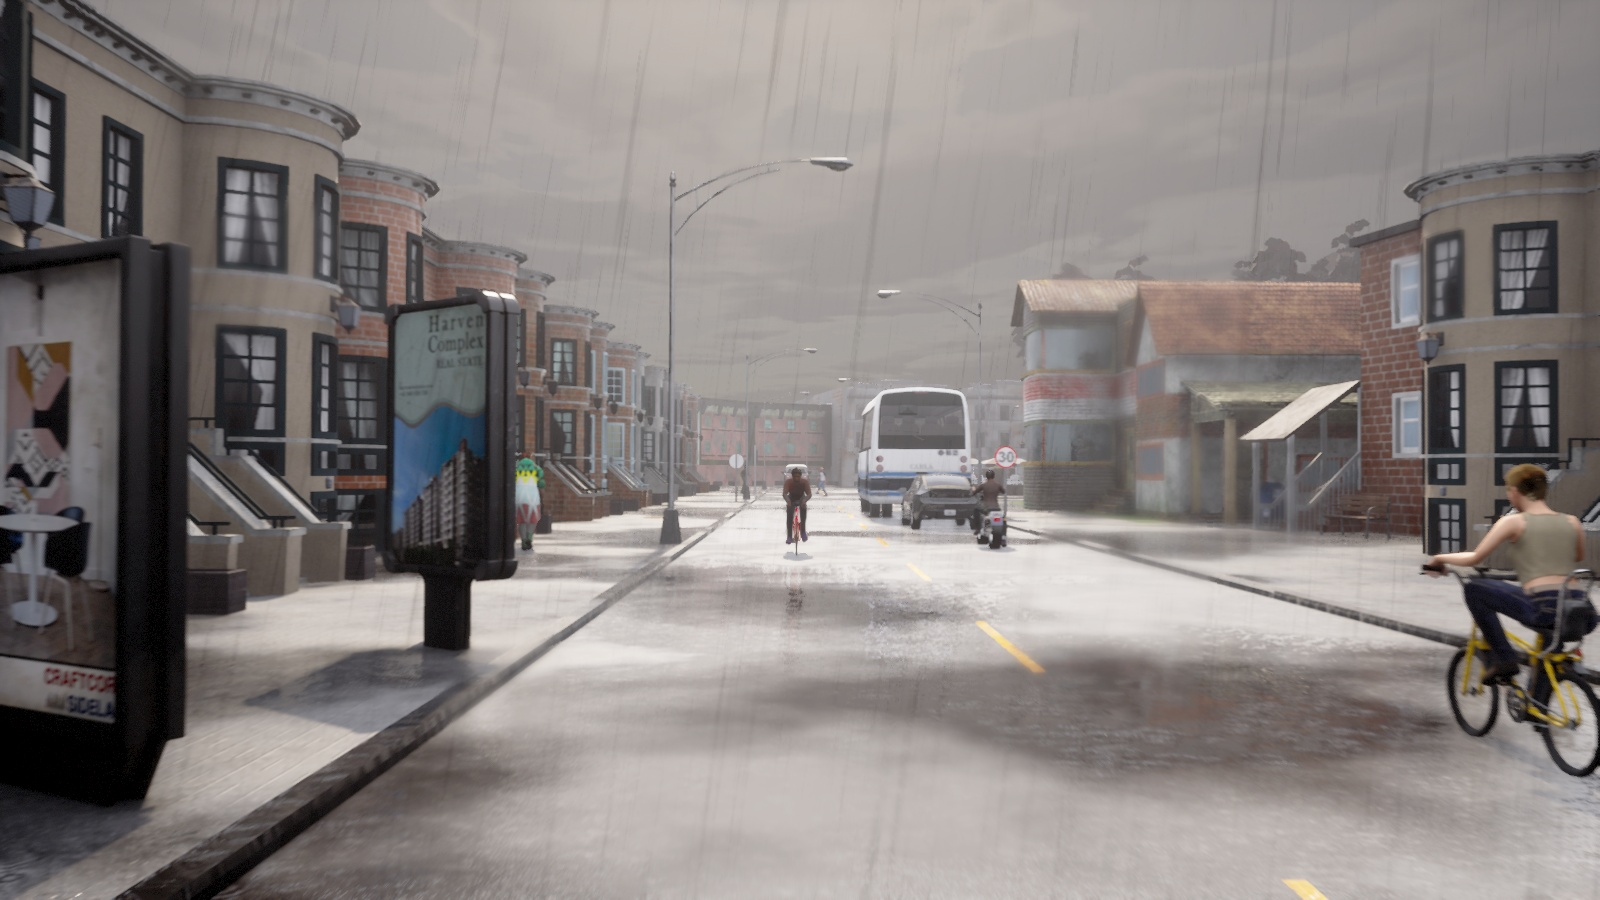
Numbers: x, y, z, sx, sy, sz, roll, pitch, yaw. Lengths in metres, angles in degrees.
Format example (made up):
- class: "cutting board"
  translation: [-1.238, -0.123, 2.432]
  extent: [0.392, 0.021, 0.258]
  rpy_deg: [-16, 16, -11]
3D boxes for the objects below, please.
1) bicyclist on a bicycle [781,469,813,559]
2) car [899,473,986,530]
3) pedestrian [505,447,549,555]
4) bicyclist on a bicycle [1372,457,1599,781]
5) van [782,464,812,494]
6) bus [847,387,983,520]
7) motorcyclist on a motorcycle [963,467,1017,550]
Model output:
- class: "bicyclist on a bicycle"
  translation: [-0.055, 1.159, 23.400]
  extent: [0.582, 1.620, 1.656]
  rpy_deg: [0, -1, 0]
- class: "car"
  translation: [3.918, 1.395, 35.307]
  extent: [1.837, 1.490, 4.892]
  rpy_deg: [0, -1, 0]
- class: "pedestrian"
  translation: [-5.018, 0.931, 23.118]
  extent: [0.659, 1.952, 0.873]
  rpy_deg: [0, -1, -4]
- class: "bicyclist on a bicycle"
  translation: [3.978, 0.853, 7.018]
  extent: [0.866, 1.612, 1.509]
  rpy_deg: [0, -1, 0]
- class: "van"
  translation: [-0.231, 2.034, 89.302]
  extent: [2.069, 2.038, 4.480]
  rpy_deg: [0, -1, 0]
- class: "bus"
  translation: [3.878, 0.183, 45.399]
  extent: [3.944, 4.253, 10.273]
  rpy_deg: [0, -1, 0]
- class: "motorcyclist on a motorcycle"
  translation: [3.939, 1.188, 26.210]
  extent: [0.766, 1.649, 2.350]
  rpy_deg: [0, -1, 0]
